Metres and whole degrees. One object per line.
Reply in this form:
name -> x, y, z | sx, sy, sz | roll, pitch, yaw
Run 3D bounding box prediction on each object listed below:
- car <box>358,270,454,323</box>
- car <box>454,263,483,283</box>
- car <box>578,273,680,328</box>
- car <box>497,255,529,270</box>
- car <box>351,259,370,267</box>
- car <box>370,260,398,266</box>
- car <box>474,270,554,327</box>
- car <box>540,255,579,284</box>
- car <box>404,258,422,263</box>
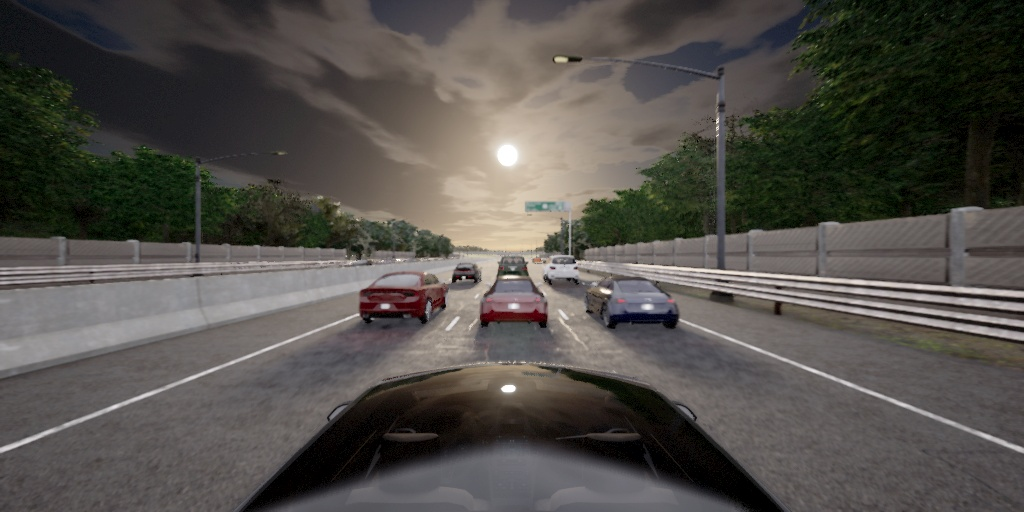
car -> -3.433, 1.231, 12.235 | 1.882, 1.535, 5.008 | 0, 0, 0
car -> -3.425, 1.260, 27.912 | 1.837, 1.490, 4.892 | 0, 0, 0
car -> 3.563, 1.315, 11.397 | 1.994, 1.385, 4.181 | 0, 0, 0
car -> 0.068, 0.977, 26.774 | 2.150, 2.045, 5.566 | 0, 0, 0
car -> -21.052, 1.235, 50.882 | 1.882, 1.535, 5.008 | 0, 0, 0
car -> -17.556, 1.305, 50.620 | 2.033, 1.411, 5.357 | 0, 0, 1
car -> 0.063, 1.316, 11.569 | 1.994, 1.385, 4.181 | 0, 0, 0
car -> 3.567, 0.977, 26.755 | 2.150, 2.045, 5.566 | 0, 0, 0
car -> -14.062, 1.109, 51.011 | 2.097, 1.767, 4.553 | 0, 0, 0
